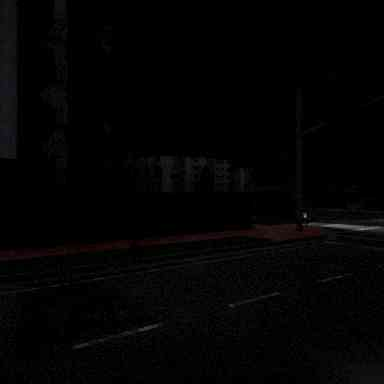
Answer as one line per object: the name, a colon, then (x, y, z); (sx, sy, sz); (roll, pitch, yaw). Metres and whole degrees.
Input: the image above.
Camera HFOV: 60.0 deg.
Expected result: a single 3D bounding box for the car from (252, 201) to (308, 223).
car: (6.727, 1.491, 26.027); (2.128, 1.511, 4.902); (0, 0, -36)
